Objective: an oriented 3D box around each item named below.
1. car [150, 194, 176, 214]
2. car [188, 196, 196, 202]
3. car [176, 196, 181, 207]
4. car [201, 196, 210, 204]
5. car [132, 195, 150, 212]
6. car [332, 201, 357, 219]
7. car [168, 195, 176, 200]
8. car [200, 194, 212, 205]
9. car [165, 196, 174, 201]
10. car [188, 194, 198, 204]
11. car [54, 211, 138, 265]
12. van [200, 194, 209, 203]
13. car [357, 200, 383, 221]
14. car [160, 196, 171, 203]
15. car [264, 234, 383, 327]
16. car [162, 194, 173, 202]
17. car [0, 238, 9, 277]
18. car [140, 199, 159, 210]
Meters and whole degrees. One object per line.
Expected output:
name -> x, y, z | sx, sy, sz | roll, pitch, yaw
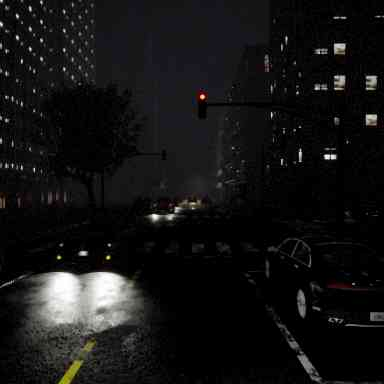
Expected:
car -> -2.993, 1.369, 35.305 | 2.097, 1.767, 4.553 | 0, 0, -3
car -> -0.027, 1.668, 78.942 | 1.895, 1.301, 4.718 | 0, 0, 0
car -> -3.111, 1.635, 52.678 | 1.895, 1.301, 4.718 | 0, 0, 0
car -> 2.666, 1.578, 67.122 | 1.752, 1.417, 4.829 | 0, 0, 0
car -> -5.706, 1.336, 39.335 | 2.192, 1.841, 5.009 | 0, 0, 0
car -> 13.416, 1.350, 26.359 | 4.403, 1.369, 2.008 | -1, 1, -1
car -> -5.724, 1.654, 94.564 | 2.008, 1.369, 4.403 | 0, 0, 0
car -> 2.668, 1.611, 61.429 | 1.947, 1.339, 4.313 | 0, 0, 0
car -> -5.720, 1.632, 83.518 | 2.008, 1.369, 4.403 | 0, 0, 0
car -> 0.078, 1.651, 65.767 | 1.895, 1.301, 4.718 | 0, 0, 0
car -> -3.104, 1.566, 11.500 | 1.994, 1.385, 4.181 | 0, 0, 0
van -> 2.664, 1.402, 72.475 | 1.690, 1.788, 3.998 | 0, 0, 0
car -> 14.931, 1.283, 23.796 | 4.892, 1.490, 1.837 | -1, 0, -1
car -> -5.716, 1.627, 72.473 | 1.947, 1.339, 4.313 | 0, 0, 0
car -> 2.686, 1.551, 6.950 | 2.008, 1.369, 4.403 | 0, 0, 0
car -> -5.719, 1.386, 77.995 | 2.192, 1.841, 5.009 | 0, 0, 0
car -> -5.694, 1.545, 6.947 | 1.887, 1.381, 4.507 | 0, 0, 0
car -> -5.707, 1.592, 44.858 | 1.947, 1.339, 4.313 | 0, 0, 0
